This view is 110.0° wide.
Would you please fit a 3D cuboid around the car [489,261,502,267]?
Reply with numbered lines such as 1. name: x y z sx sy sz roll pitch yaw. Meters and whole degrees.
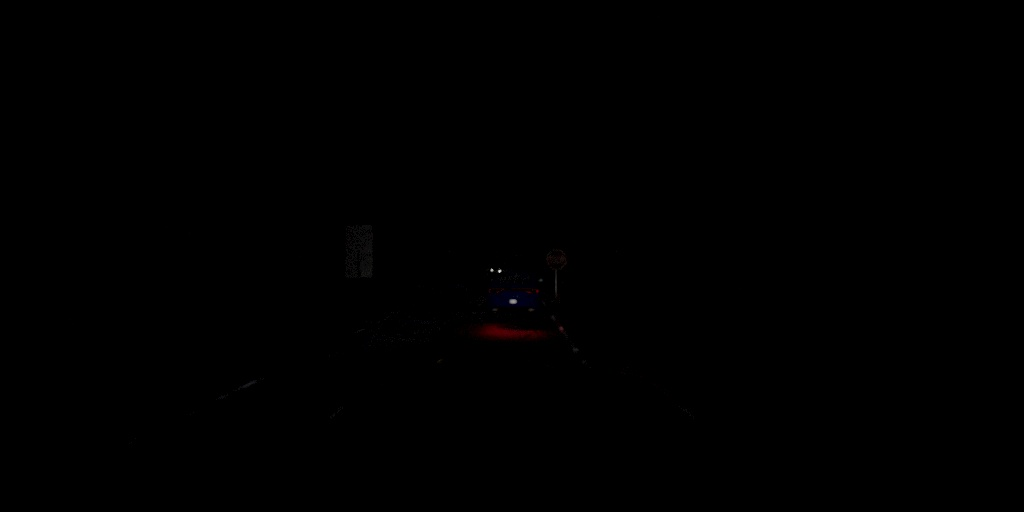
1. car: -2.791 1.519 62.506 1.994 1.385 4.181 0 0 1

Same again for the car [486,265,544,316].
1. car: 0.176 1.286 13.723 1.882 1.535 5.008 0 0 3
